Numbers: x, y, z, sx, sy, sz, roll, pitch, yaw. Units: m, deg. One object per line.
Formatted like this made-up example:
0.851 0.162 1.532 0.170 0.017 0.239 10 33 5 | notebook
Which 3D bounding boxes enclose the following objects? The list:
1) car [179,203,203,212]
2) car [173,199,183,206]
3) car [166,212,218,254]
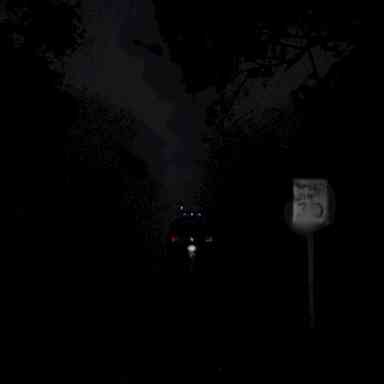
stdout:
-0.007 1.871 29.112 1.895 1.301 4.718 0 0 0 | car
-2.951 2.249 71.765 1.812 1.442 4.674 0 -1 0 | car
0.001 1.733 14.113 1.895 1.301 4.718 0 0 0 | car
